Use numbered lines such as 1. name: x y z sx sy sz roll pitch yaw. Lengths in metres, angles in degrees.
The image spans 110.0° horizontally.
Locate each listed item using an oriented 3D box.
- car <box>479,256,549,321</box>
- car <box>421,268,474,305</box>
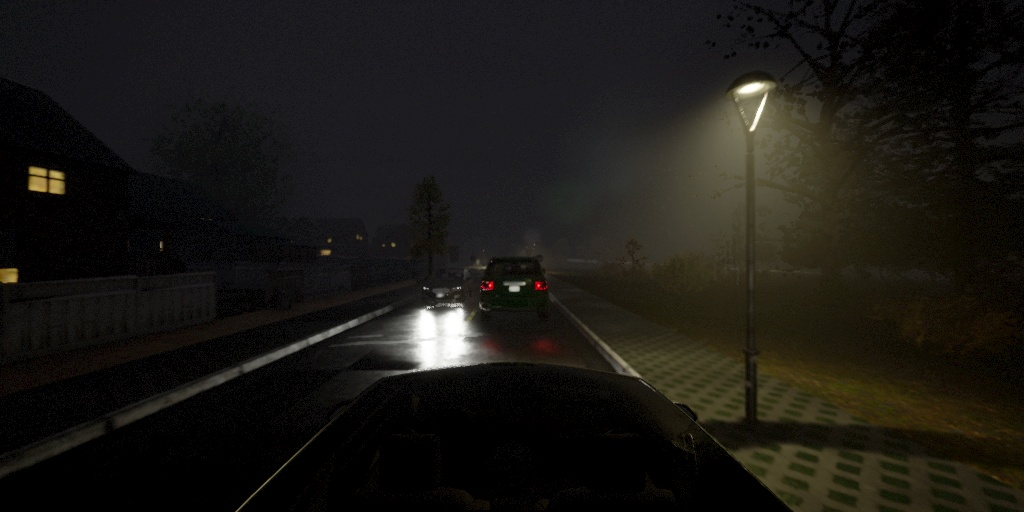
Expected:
1. car: 0.078 1.030 12.921 2.150 2.045 5.566 0 0 0
2. car: -2.865 1.318 16.744 2.128 1.511 4.902 0 0 0
